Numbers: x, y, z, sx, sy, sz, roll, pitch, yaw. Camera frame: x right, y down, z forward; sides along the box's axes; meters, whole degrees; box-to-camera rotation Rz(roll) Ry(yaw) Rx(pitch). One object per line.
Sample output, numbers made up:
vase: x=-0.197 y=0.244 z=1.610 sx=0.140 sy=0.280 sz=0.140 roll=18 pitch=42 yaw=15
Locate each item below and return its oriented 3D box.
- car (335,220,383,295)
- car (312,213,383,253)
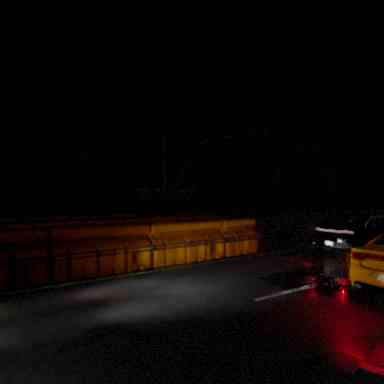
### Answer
car: x=5.714 y=1.522 z=7.824 sx=5.008 sy=1.535 sz=1.882 roll=0 pitch=0 yaw=-35
car: x=6.675 y=1.554 z=12.809 sx=4.902 sy=1.511 sz=2.128 roll=0 pitch=0 yaw=-35
